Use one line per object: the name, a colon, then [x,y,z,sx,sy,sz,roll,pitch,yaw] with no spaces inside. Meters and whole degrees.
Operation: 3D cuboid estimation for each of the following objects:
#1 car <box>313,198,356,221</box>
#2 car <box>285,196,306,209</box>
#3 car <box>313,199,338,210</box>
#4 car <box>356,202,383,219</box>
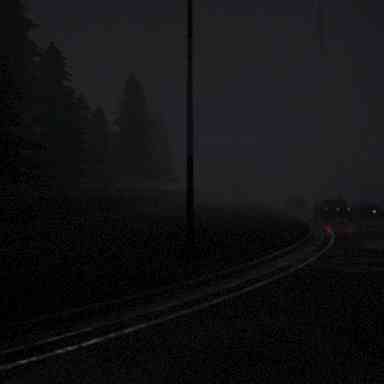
car: [11.304,1.348,27.052,2.097,1.767,4.553,0,0,9]
car: [13.755,1.351,44.262,2.097,1.767,4.553,0,0,8]
car: [17.118,1.597,42.928,1.895,1.301,4.718,0,0,8]
car: [15.118,1.560,28.953,1.994,1.385,4.181,0,0,9]
